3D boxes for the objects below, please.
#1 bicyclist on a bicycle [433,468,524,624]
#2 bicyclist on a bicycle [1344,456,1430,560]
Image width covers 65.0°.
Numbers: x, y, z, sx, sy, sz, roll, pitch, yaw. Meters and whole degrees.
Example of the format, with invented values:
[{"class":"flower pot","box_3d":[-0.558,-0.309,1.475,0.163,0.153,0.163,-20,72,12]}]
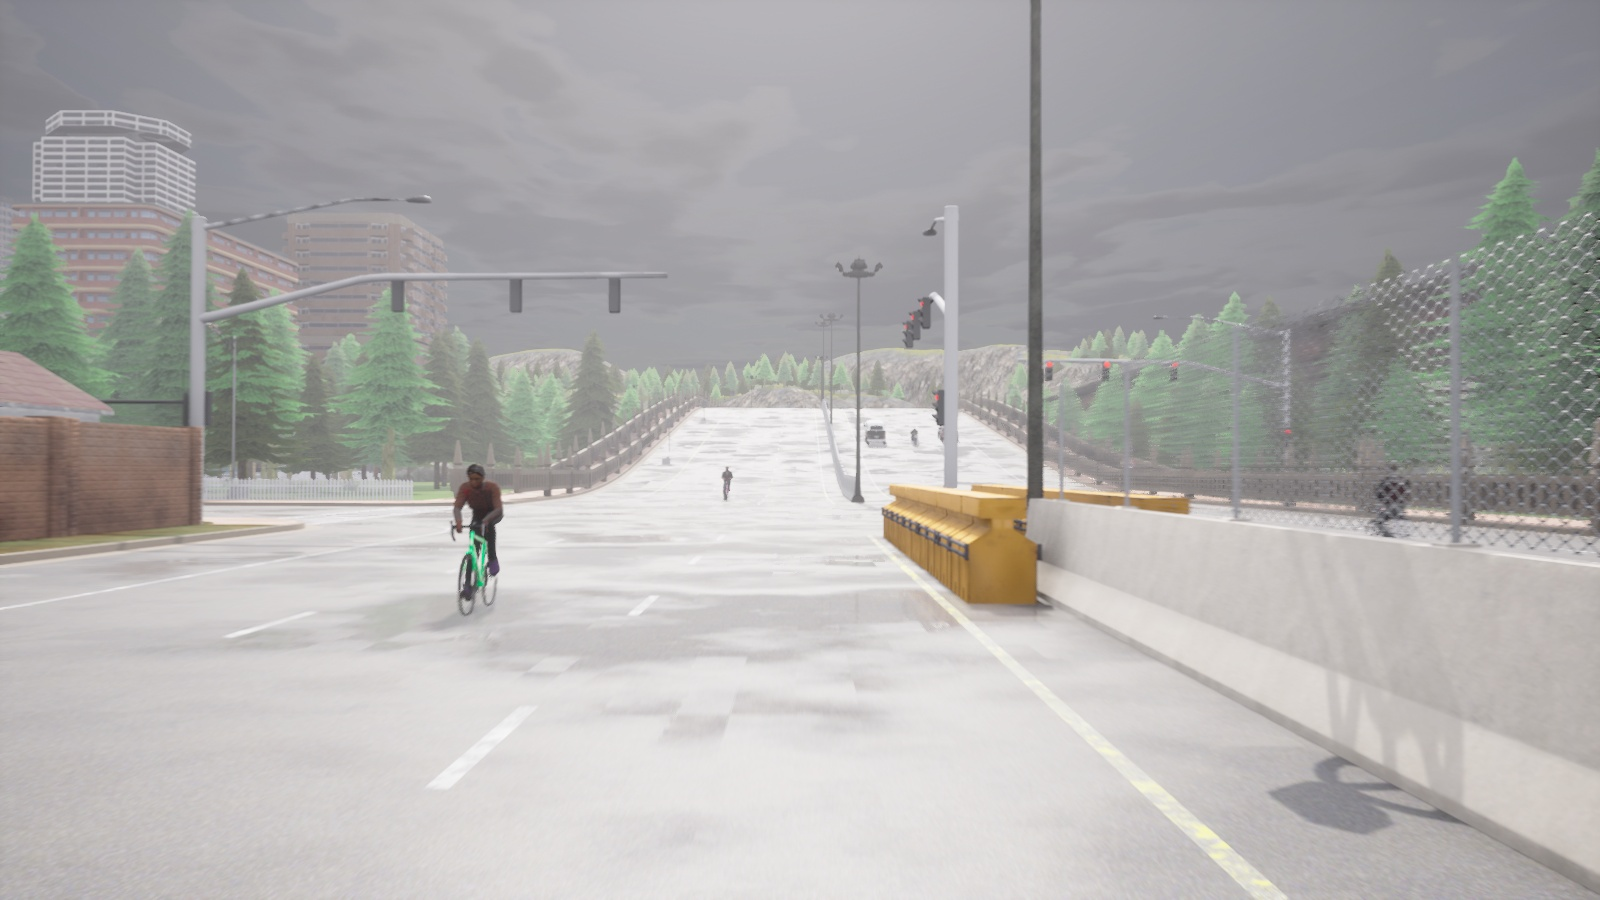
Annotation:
[{"class":"bicyclist on a bicycle","box_3d":[-3.534,1.009,13.927,0.582,1.620,1.656,0,-1,0]},{"class":"bicyclist on a bicycle","box_3d":[10.444,1.009,22.415,0.659,1.776,1.843,0,-1,0]}]
